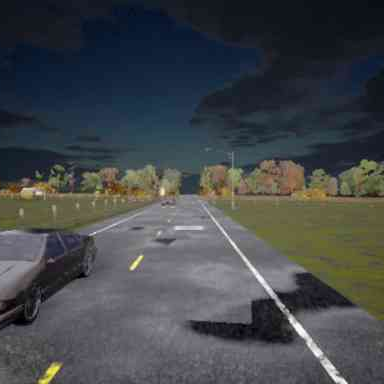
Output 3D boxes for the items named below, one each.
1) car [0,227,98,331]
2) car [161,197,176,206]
[{"bbox_3d":[-3.596,1.532,7.304,2.033,1.411,5.357,0,0,0],"label":"car"},{"bbox_3d":[-3.543,1.460,50.924,1.994,1.385,4.181,0,0,0],"label":"car"}]
